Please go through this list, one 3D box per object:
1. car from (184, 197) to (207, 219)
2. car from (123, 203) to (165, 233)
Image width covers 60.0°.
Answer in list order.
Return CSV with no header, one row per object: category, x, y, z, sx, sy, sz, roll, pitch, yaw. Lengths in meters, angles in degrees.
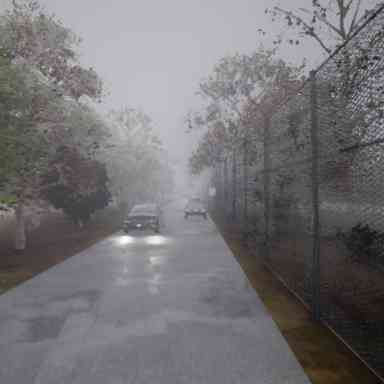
car,0.292,1.438,28.214,2.033,1.411,5.357,0,0,0
car,-2.629,1.429,19.076,1.837,1.490,4.892,0,0,1
